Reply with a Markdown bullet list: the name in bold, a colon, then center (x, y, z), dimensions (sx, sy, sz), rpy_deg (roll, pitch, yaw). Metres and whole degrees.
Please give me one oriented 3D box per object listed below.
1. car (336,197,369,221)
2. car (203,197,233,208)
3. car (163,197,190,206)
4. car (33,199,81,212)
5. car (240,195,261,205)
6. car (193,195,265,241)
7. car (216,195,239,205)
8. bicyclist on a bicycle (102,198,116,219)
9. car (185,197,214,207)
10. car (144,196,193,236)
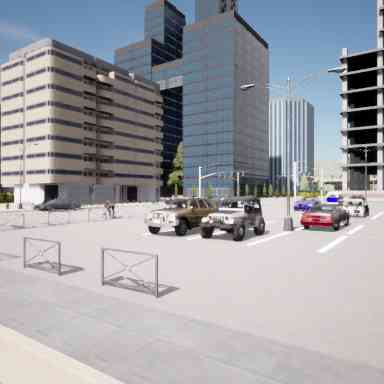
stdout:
- **car**: center (14.033, 1.395, 28.634), dimensions (1.970, 1.475, 3.806), rpy_deg (0, 0, 34)
- **car**: center (3.917, 1.548, 48.797), dimensions (2.033, 1.411, 5.357), rpy_deg (0, 0, 33)
- **car**: center (-2.626, 1.547, 58.096), dimensions (2.033, 1.411, 5.357), rpy_deg (0, 0, 34)
- **car**: center (-15.591, 1.547, 38.853), dimensions (2.033, 1.411, 5.357), rpy_deg (0, 0, 34)
- **car**: center (10.317, 1.352, 58.394), dimensions (2.097, 1.767, 4.553), rpy_deg (0, 0, 34)
- **car**: center (2.037, 1.156, 15.653), dimensions (1.905, 1.878, 3.866), rpy_deg (0, 0, 34)
- **car**: center (6.281, 1.352, 58.820), dimensions (2.097, 1.767, 4.553), rpy_deg (0, 0, 34)
- **bicyclist on a bicycle**: center (-6.582, 1.302, 26.262), dimensions (1.656, 1.620, 0.582), rpy_deg (0, 0, 34)
- **car**: center (1.247, 1.492, 51.185), dimensions (2.128, 1.511, 4.902), rpy_deg (0, 0, 34)
- **car**: center (-0.334, 1.153, 17.314), dimensions (1.932, 1.855, 4.605), rpy_deg (0, 0, 34)
